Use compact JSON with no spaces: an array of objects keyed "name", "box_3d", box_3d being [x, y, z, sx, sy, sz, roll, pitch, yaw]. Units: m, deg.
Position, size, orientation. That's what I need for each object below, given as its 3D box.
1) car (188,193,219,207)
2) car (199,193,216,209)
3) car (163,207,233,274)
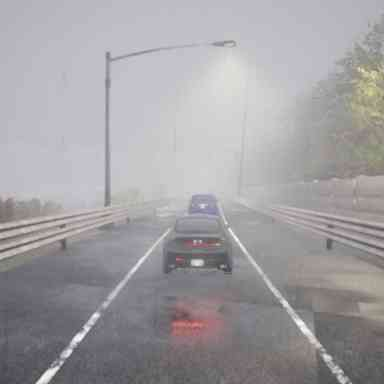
[{"name":"car","box_3d":[0.899,1.142,25.556,2.150,2.045,5.566,0,0,3]},{"name":"car","box_3d":[2.121,1.126,44.301,2.150,2.045,5.566,0,0,4]},{"name":"car","box_3d":[0.186,1.438,10.339,1.837,1.490,4.892,0,0,1]}]
